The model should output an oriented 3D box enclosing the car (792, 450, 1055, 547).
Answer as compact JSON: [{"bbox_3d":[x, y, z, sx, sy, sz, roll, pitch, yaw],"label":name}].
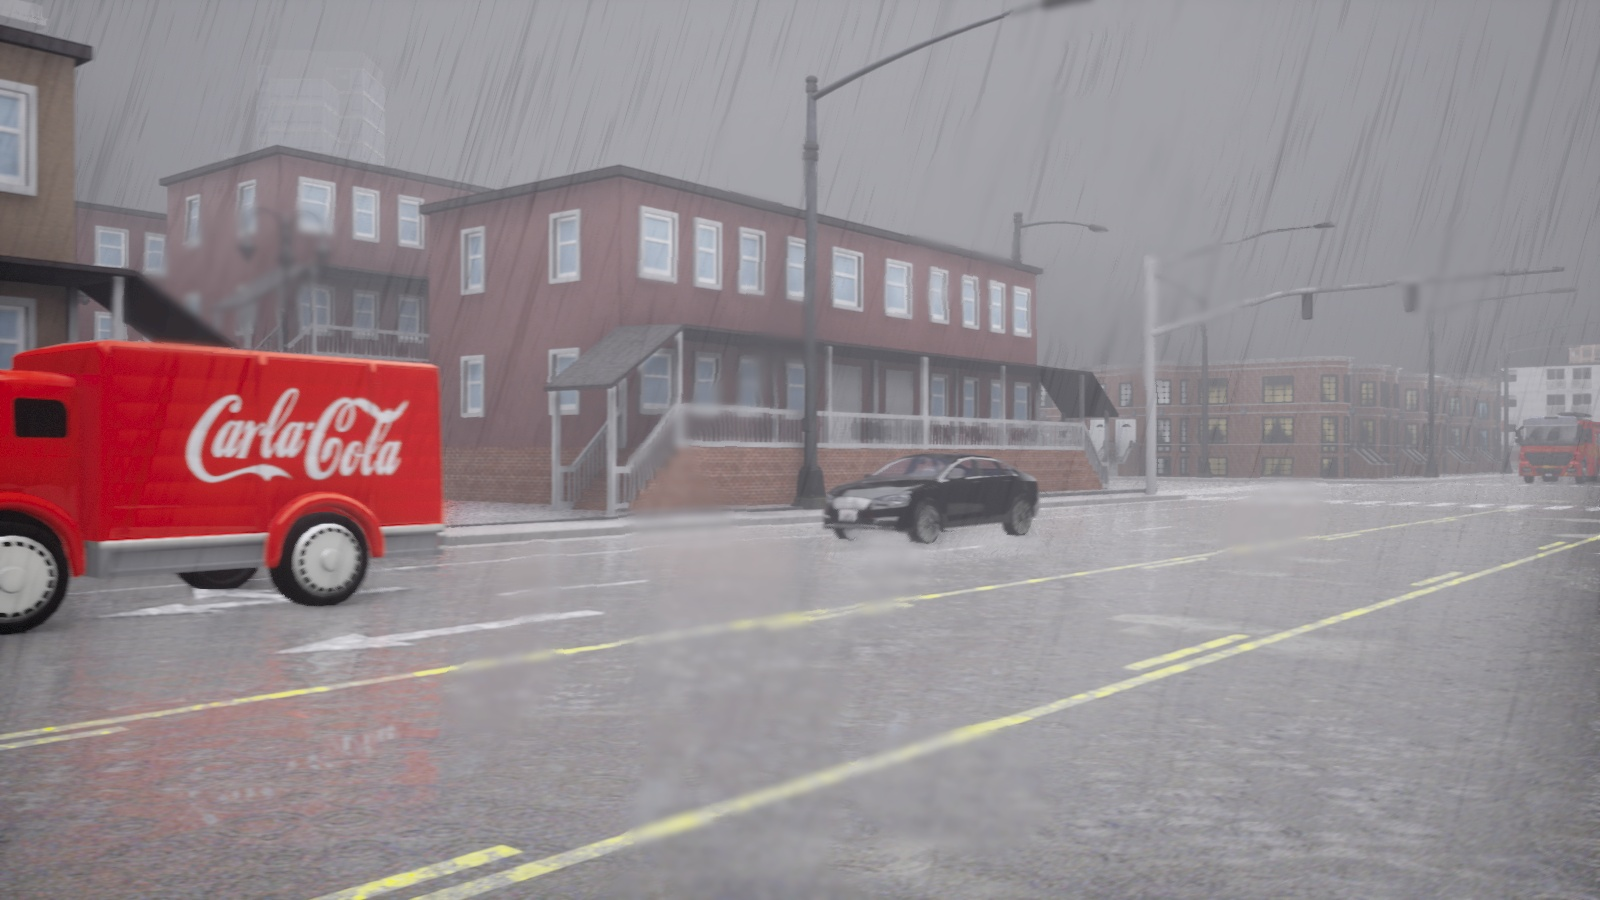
[{"bbox_3d":[2.294,0.757,22.087,2.128,1.511,4.902,0,0,41],"label":"car"}]

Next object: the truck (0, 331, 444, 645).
[{"bbox_3d":[-6.359,0.301,11.842,2.627,2.467,5.204,0,0,40],"label":"truck"}]

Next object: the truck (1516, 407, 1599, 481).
[{"bbox_3d":[41.883,-0.304,69.042,2.891,3.827,8.468,0,0,40],"label":"truck"}]
